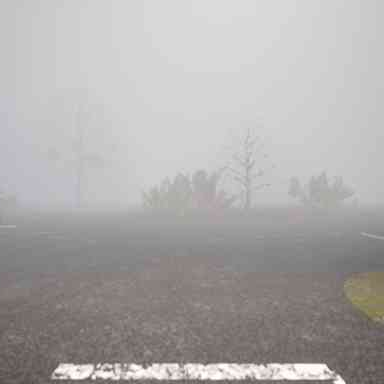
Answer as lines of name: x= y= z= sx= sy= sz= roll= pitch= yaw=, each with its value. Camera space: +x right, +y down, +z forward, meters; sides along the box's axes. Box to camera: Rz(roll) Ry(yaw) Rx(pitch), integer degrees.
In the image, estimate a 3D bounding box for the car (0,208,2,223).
car: x=-15.013 y=1.313 z=20.865 sx=5.566 sy=2.045 sz=2.150 roll=0 pitch=0 yaw=-2
